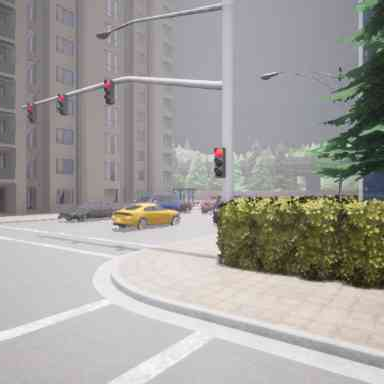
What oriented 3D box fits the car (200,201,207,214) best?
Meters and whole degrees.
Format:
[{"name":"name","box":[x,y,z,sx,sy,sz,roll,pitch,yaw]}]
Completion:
[{"name":"car","box":[3.119,1.221,35.551,2.150,2.045,5.566,0,0,36]}]

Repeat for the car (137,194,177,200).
[{"name":"car","box":[-3.225,1.221,26.916,2.150,2.045,5.566,0,0,36]}]

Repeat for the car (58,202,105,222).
[{"name":"car","box":[-7.847,1.547,26.530,2.033,1.411,5.357,0,0,36]}]

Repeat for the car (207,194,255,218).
[{"name":"car","box":[3.674,1.221,24.153,2.150,2.045,5.566,0,0,36]}]

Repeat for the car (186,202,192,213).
[{"name":"car","box":[-2.043,1.478,34.439,1.882,1.535,5.008,0,0,36]}]

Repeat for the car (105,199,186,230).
[{"name":"car","box":[-2.794,1.477,21.240,1.882,1.535,5.008,0,0,36]}]
